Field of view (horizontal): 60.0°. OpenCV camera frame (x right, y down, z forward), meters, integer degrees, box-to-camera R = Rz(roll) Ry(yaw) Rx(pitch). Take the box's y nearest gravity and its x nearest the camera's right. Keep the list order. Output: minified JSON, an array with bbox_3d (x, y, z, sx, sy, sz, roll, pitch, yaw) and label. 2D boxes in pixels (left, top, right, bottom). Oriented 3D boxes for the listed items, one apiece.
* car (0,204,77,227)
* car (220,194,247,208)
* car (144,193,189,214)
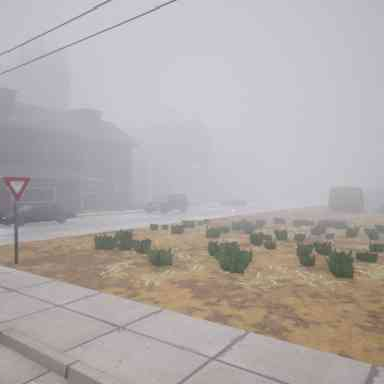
[{"bbox_3d":[-10.726,1.521,23.115,2.033,1.411,5.357,0,0,35],"label":"car"},{"bbox_3d":[6.209,1.416,47.423,1.812,1.442,4.674,0,0,35],"label":"car"},{"bbox_3d":[-2.563,1.188,34.899,2.150,2.045,5.566,0,1,35],"label":"car"}]
